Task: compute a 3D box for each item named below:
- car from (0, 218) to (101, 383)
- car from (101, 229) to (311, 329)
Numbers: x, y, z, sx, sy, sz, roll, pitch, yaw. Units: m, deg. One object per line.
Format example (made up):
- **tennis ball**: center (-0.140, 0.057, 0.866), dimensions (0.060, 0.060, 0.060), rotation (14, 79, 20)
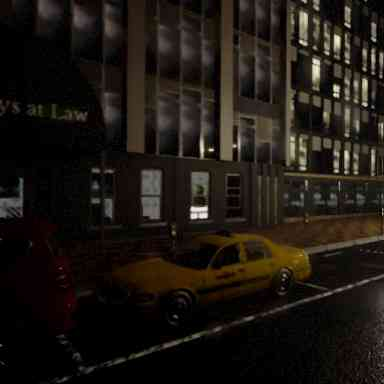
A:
- **car**: center (-3.897, 1.323, 3.759), dimensions (5.009, 1.841, 2.192), rotation (0, 1, -36)
- **car**: center (0.475, 1.495, 6.889), dimensions (4.829, 1.417, 1.752), rotation (-1, 1, -36)
